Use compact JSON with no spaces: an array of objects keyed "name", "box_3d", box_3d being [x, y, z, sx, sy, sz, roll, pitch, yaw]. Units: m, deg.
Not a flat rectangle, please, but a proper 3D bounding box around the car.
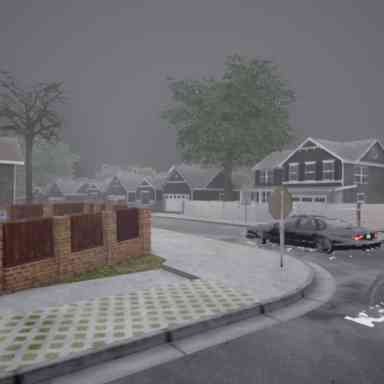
[{"name":"car","box_3d":[4.725,1.644,13.767,2.033,1.411,5.357,1,-1,-38]}]
